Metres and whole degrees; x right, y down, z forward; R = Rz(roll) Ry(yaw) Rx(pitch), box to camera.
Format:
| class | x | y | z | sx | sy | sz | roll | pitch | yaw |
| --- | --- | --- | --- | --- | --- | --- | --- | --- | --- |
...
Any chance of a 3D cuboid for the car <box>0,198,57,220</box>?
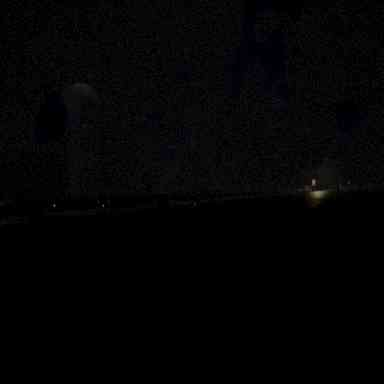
| class | x | y | z | sx | sy | sz | roll | pitch | yaw |
| --- | --- | --- | --- | --- | --- | --- | --- | --- | --- |
| car | -12.526 | 1.143 | 23.914 | 2.033 | 1.411 | 5.357 | -1 | 1 | 34 |

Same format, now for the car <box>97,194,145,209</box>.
| class | x | y | z | sx | sy | sz | roll | pitch | yaw |
| --- | --- | --- | --- | --- | --- | --- | --- | --- | --- |
| car | -6.799 | 0.862 | 32.003 | 1.895 | 1.301 | 4.718 | -1 | 1 | 36 |

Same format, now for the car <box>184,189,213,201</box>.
| class | x | y | z | sx | sy | sz | roll | pitch | yaw |
| --- | --- | --- | --- | --- | --- | --- | --- | --- | --- |
| car | 0.909 | 0.338 | 42.777 | 1.837 | 1.490 | 4.892 | -1 | 1 | 36 |
